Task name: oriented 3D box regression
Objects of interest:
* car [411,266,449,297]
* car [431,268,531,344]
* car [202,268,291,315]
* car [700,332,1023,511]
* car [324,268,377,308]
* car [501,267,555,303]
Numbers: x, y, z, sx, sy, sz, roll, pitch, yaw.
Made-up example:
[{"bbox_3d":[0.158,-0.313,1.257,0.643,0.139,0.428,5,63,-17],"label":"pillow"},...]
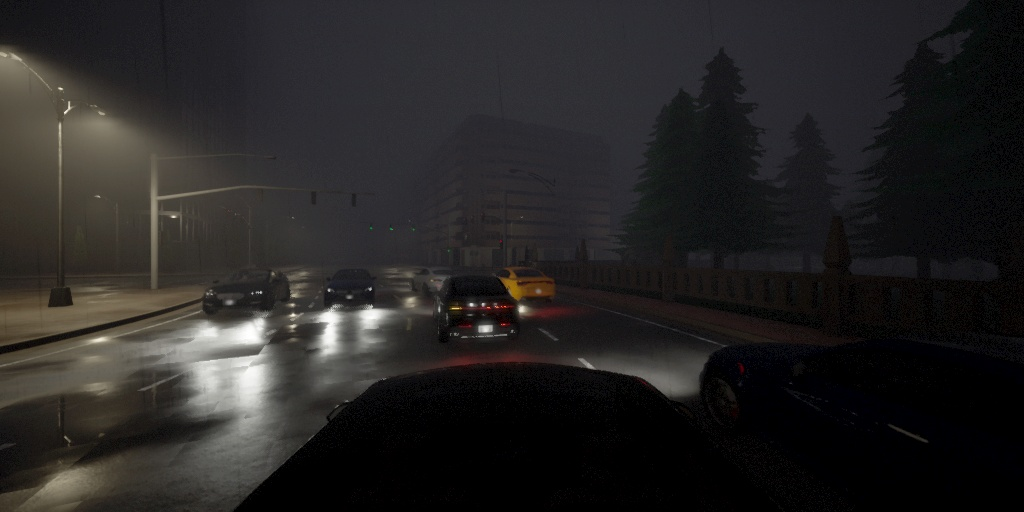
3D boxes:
[{"bbox_3d":[-4.043,1.275,19.056,1.812,1.442,4.674,0,0,-27],"label":"car"},{"bbox_3d":[-1.132,1.255,9.755,1.837,1.490,4.892,0,0,-14],"label":"car"},{"bbox_3d":[-10.009,1.242,13.879,2.128,1.511,4.902,0,0,-21],"label":"car"},{"bbox_3d":[3.310,1.276,2.530,1.812,1.442,4.674,0,0,-2],"label":"car"},{"bbox_3d":[-6.937,1.275,15.620,1.812,1.442,4.674,0,0,-21],"label":"car"},{"bbox_3d":[0.224,1.228,16.407,1.882,1.535,5.008,0,0,-19],"label":"car"}]
